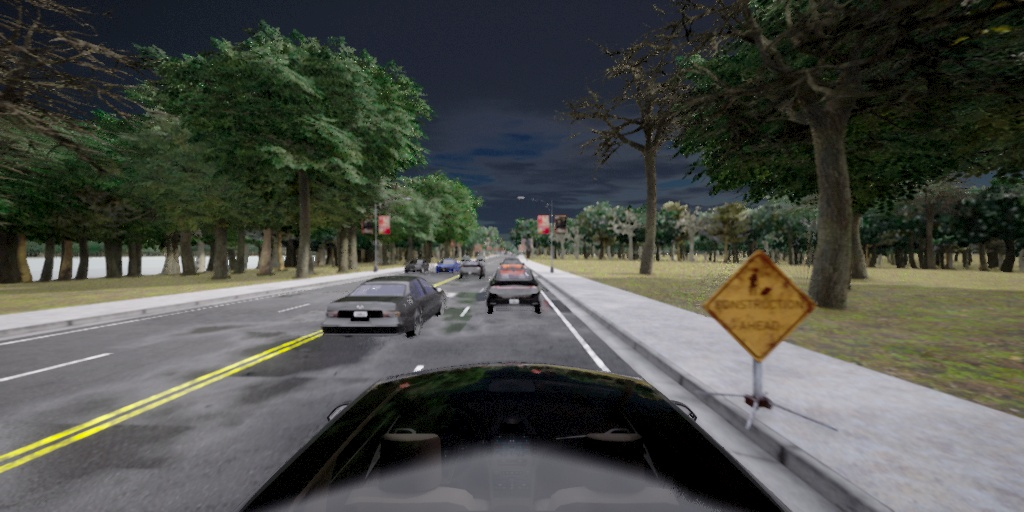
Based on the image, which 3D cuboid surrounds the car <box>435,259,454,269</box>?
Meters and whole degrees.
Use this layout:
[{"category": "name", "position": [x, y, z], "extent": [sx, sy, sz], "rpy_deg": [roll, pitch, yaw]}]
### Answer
[{"category": "car", "position": [-6.751, 1.073, 37.819], "extent": [1.882, 1.535, 5.008], "rpy_deg": [0, 0, 0]}]

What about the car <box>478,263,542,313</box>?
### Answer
[{"category": "car", "position": [0.064, 1.189, 13.644], "extent": [2.128, 1.511, 4.902], "rpy_deg": [0, 0, 0]}]

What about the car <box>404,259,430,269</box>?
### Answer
[{"category": "car", "position": [-10.002, 1.099, 38.071], "extent": [1.837, 1.490, 4.892], "rpy_deg": [0, 0, 0]}]

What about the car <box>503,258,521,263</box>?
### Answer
[{"category": "car", "position": [-0.011, 0.979, 30.015], "extent": [2.097, 1.767, 4.553], "rpy_deg": [0, 0, 0]}]

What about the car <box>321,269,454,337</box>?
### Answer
[{"category": "car", "position": [-3.183, 1.260, 10.047], "extent": [2.033, 1.411, 5.357], "rpy_deg": [0, 0, 0]}]

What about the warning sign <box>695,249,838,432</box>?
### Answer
[{"category": "warning sign", "position": [2.847, 0.854, 4.157], "extent": [1.300, 1.860, 1.060], "rpy_deg": [0, 0, 0]}]

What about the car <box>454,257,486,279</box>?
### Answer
[{"category": "car", "position": [-3.261, 1.118, 30.236], "extent": [2.128, 1.511, 4.902], "rpy_deg": [0, 0, 0]}]
